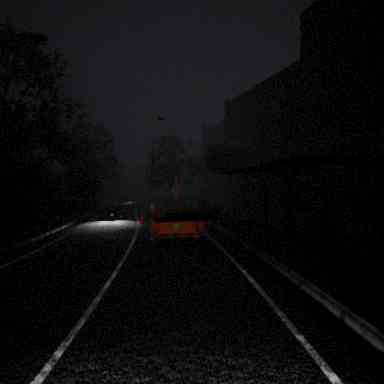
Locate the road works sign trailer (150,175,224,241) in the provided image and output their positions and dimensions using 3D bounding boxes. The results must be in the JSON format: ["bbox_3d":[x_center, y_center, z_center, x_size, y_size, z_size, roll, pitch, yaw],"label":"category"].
[{"bbox_3d":[-0.392,0.726,13.157,2.380,2.880,3.560,-1,0,-12],"label":"road works sign trailer"}]

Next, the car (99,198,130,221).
[{"bbox_3d":[-6.293,1.488,26.730,1.994,1.385,4.181,-1,0,-10],"label":"car"}]

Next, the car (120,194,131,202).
[{"bbox_3d":[-13.425,1.144,67.192,2.097,1.767,4.553,-1,0,-10],"label":"car"}]

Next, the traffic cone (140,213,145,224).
[{"bbox_3d":[-3.329,1.853,22.278,0.340,0.580,0.340,-1,0,-8],"label":"traffic cone"}]
